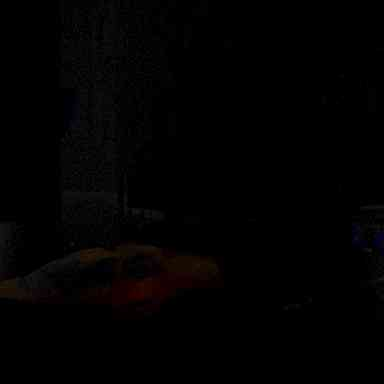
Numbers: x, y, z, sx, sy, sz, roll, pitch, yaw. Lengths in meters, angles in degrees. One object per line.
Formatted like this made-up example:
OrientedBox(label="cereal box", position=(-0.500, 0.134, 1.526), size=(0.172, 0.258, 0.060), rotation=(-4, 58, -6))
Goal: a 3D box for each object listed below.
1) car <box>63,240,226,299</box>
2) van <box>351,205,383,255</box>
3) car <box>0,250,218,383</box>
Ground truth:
OrientedBox(label="car", position=(-1.634, 1.525, 5.487), size=(4.829, 1.417, 1.752), rotation=(0, 0, -36))
OrientedBox(label="van", position=(7.345, 1.342, 11.919), size=(3.998, 1.788, 1.690), rotation=(0, 0, -36))
OrientedBox(label="car", position=(-2.419, 1.478, 1.648), size=(5.008, 1.535, 1.882), rotation=(0, 0, -36))
